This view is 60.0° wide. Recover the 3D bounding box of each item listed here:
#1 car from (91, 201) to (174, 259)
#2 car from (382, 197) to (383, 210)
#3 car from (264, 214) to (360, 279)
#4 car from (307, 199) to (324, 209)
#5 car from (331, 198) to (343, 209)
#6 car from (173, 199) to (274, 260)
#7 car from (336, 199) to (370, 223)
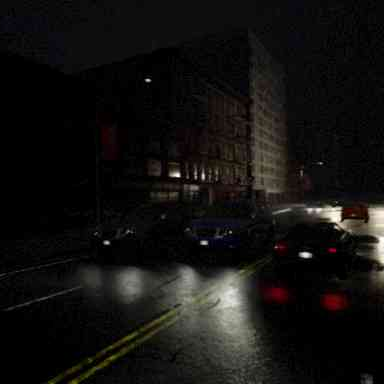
[{"bbox_3d":[-1.660,1.430,14.124,2.150,2.045,5.566,-2,-1,29],"label":"car"},{"bbox_3d":[23.441,1.195,38.610,2.150,2.045,5.566,-2,-1,29],"label":"car"},{"bbox_3d":[3.930,1.606,10.383,1.994,1.385,4.181,-2,-1,29],"label":"car"},{"bbox_3d":[18.547,1.785,49.943,1.994,1.385,4.181,-2,-1,30],"label":"car"},{"bbox_3d":[21.748,1.666,49.008,1.812,1.442,4.674,-2,-1,30],"label":"car"},{"bbox_3d":[1.751,1.349,13.561,2.150,2.045,5.566,-2,-1,29],"label":"car"},{"bbox_3d":[12.963,1.522,26.415,1.882,1.535,5.008,-2,-1,29],"label":"car"}]
